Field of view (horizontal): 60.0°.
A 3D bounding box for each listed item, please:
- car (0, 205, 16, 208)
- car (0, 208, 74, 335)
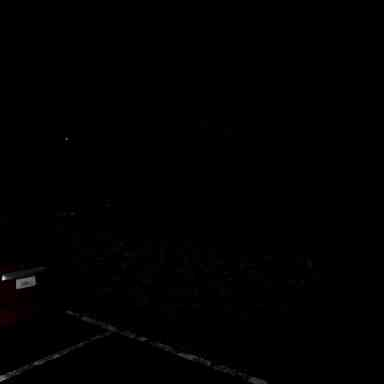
[{"bbox_3d":[-18.497,1.695,29.548,2.033,1.411,5.357,-1,-1,37],"label":"car"},{"bbox_3d":[-4.187,1.316,5.942,5.009,1.841,2.192,0,-1,36],"label":"car"}]
